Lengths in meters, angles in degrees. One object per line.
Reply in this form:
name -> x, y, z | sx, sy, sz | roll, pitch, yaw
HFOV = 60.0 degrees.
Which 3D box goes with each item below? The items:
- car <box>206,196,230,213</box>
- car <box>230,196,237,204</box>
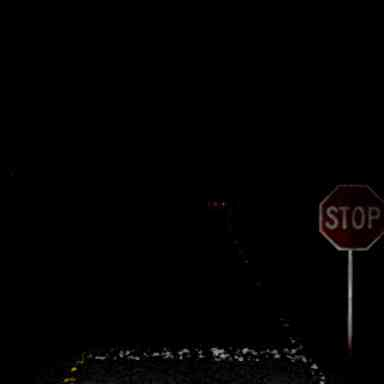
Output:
car -> 2.819, 1.326, 37.218 | 2.097, 1.767, 4.553 | 0, 0, 8
car -> 7.334, 1.442, 62.036 | 2.128, 1.511, 4.902 | 0, 0, 13
